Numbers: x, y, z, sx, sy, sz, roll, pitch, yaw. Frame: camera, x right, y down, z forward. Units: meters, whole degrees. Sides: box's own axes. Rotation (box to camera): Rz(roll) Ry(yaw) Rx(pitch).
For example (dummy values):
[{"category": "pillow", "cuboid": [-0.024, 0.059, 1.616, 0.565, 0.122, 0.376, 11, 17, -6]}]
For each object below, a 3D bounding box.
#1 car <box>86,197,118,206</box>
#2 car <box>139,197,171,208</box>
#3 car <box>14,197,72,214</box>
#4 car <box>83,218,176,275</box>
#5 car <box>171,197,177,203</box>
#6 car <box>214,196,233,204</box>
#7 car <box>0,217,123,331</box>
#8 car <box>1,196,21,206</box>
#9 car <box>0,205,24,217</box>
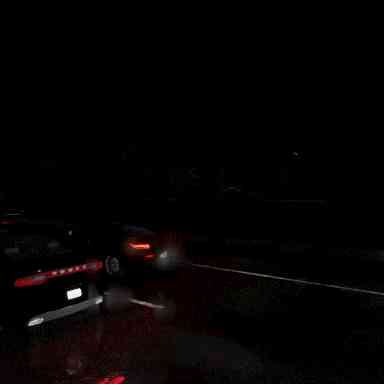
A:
[{"category": "car", "cuboid": [-14.693, 1.547, 54.816, 2.033, 1.411, 5.357, 0, 0, 36]}, {"category": "car", "cuboid": [-5.751, 1.506, 49.258, 1.837, 1.490, 4.892, 0, 0, 36]}, {"category": "car", "cuboid": [-15.610, 1.547, 35.746, 2.033, 1.411, 5.357, 0, 0, 36]}, {"category": "car", "cuboid": [-2.607, 1.526, 10.129, 4.674, 1.442, 1.812, 0, 0, 35]}, {"category": "car", "cuboid": [-5.141, 1.601, 67.766, 1.895, 1.301, 4.718, 0, 0, 37]}, {"category": "car", "cuboid": [6.152, 1.478, 65.424, 1.882, 1.535, 5.008, 0, 0, 37]}, {"category": "car", "cuboid": [-3.898, 1.478, 6.760, 5.008, 1.535, 1.882, 0, 0, 35]}, {"category": "car", "cuboid": [-23.462, 1.352, 42.806, 2.097, 1.767, 4.553, 0, 0, 36]}, {"category": "car", "cuboid": [-10.084, 1.505, 15.456, 4.892, 1.490, 1.837, 0, 0, 36]}]
